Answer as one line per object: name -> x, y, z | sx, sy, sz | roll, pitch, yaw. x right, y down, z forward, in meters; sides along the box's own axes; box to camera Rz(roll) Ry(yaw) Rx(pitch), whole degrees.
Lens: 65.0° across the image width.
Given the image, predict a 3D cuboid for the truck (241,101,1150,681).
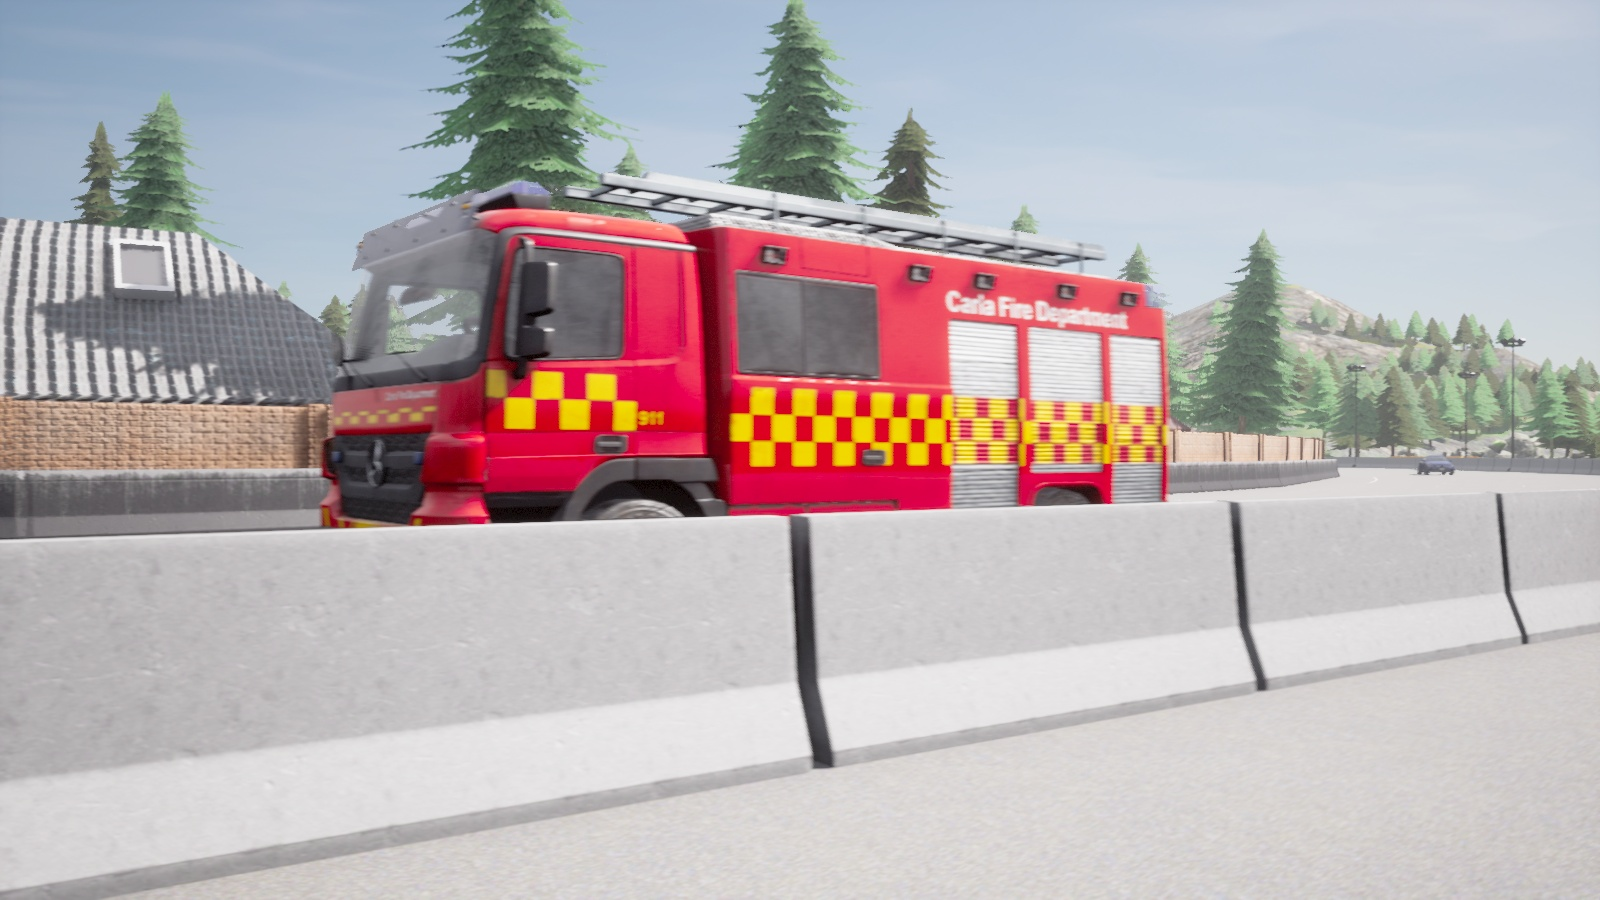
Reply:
truck -> -0.474, -0.385, 12.028 | 8.468, 3.827, 2.891 | 0, 0, -38
